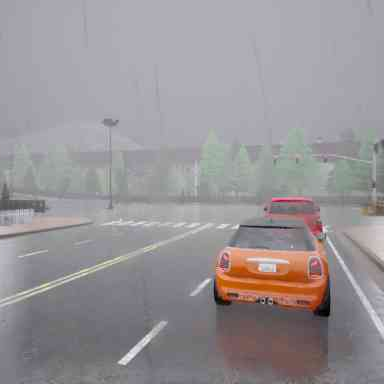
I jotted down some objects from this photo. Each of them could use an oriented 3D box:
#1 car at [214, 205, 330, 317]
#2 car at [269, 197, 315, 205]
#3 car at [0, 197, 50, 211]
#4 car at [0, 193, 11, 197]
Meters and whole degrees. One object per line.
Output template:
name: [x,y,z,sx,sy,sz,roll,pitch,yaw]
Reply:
car: [2.025,1.352,7.855,2.097,1.767,4.553,0,0,19]
car: [4.220,1.221,14.123,2.150,2.045,5.566,0,0,16]
car: [-18.061,1.540,35.907,5.357,1.411,2.033,0,0,16]
car: [-23.782,1.150,41.209,5.566,2.045,2.150,1,0,16]
